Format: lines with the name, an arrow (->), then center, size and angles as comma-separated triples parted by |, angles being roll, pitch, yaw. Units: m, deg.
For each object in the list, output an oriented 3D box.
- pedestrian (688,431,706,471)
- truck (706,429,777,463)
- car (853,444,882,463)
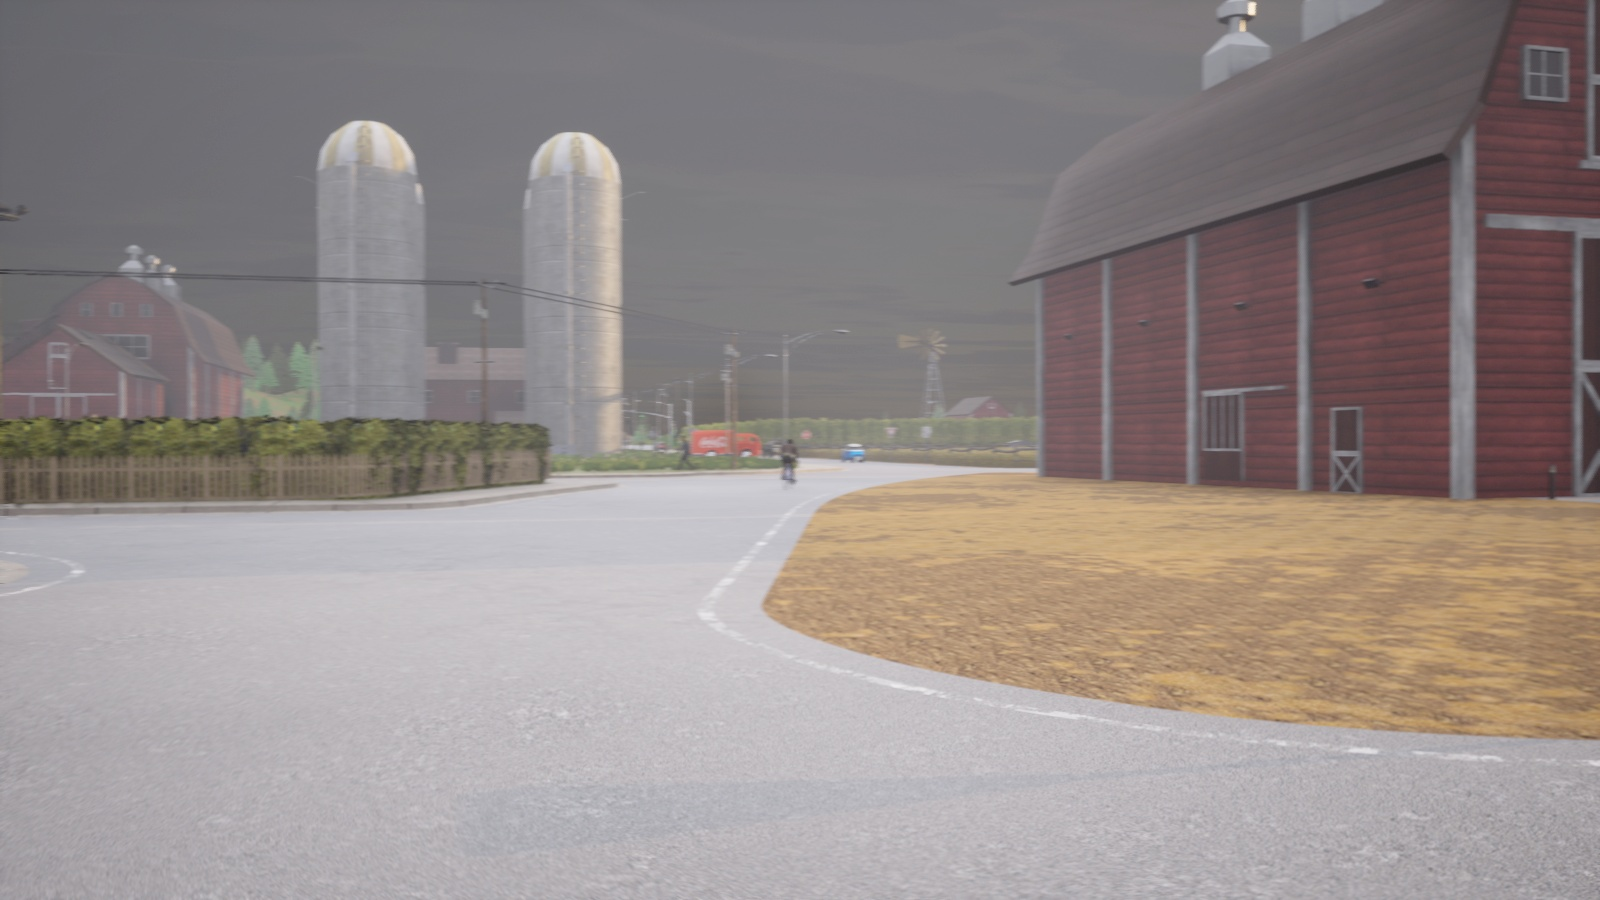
pedestrian -> -5.036, 0.050, 61.593 | 0.788, 1.949, 0.423 | 0, 1, -20
truck -> -4.501, -0.339, 95.969 | 5.204, 2.467, 2.627 | -1, 1, -6
car -> 4.911, 0.263, 91.513 | 1.481, 1.376, 2.207 | 0, 1, -13
